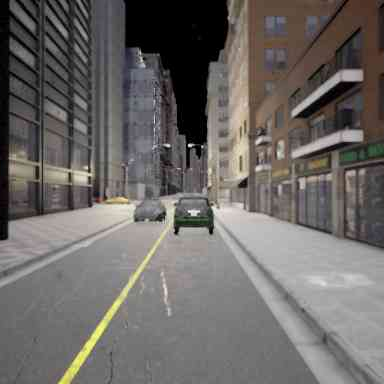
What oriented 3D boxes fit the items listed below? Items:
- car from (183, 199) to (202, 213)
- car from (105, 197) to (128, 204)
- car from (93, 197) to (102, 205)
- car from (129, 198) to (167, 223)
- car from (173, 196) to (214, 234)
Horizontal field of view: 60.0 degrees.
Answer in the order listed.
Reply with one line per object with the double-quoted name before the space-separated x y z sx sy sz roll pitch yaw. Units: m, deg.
"car" 0.099 1.530 38.217 2.033 1.411 5.357 0 0 0
"car" -14.396 1.649 64.427 4.829 1.417 1.752 -1 0 0
"car" -19.850 1.723 64.396 4.507 1.381 1.887 -1 0 0
"car" -3.078 1.344 25.101 2.097 1.767 4.553 0 0 0
"car" 0.099 1.217 19.377 2.150 2.045 5.566 0 0 0
